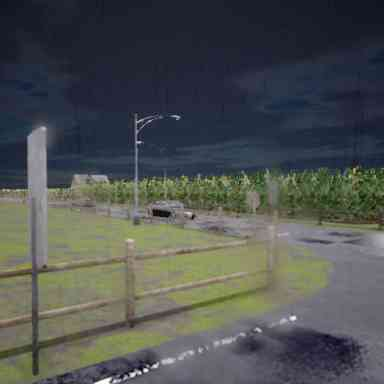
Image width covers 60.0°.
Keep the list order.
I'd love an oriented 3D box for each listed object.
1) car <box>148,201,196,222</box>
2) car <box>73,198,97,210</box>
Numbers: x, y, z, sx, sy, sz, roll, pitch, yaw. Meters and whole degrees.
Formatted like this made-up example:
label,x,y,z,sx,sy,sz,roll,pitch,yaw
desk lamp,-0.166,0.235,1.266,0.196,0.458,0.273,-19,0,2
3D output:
label,x,y,z,sx,sy,sz,roll,pitch,yaw
car,-1.610,1.438,25.747,2.128,1.511,4.902,-1,1,-36
car,-13.518,1.438,41.871,1.994,1.385,4.181,-1,1,-36
